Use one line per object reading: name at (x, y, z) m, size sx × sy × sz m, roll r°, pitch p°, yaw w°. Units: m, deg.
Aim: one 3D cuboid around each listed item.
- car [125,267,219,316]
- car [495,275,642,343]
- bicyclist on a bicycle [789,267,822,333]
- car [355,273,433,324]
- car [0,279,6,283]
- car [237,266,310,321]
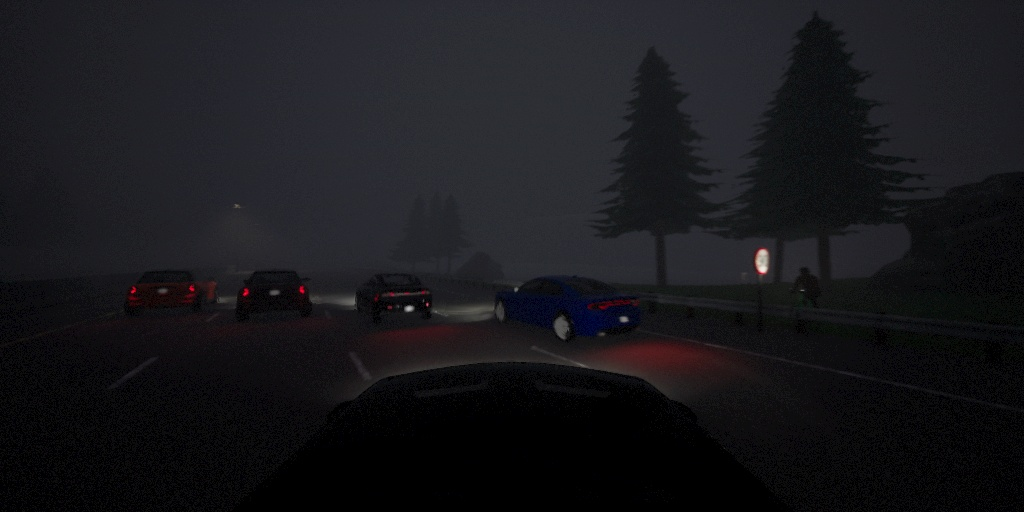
car at (-13.800, 1.305, 14.859) m, size 2.097 × 1.767 × 4.553 m, roll 0°, pitch -1°, yaw -31°
car at (1.259, 1.280, 10.149) m, size 1.882 × 1.535 × 5.008 m, roll 0°, pitch 0°, yaw -30°
bicyclist on a bicycle at (7.562, 1.122, 9.213) m, size 1.656 × 1.620 × 0.582 m, roll 13°, pitch -9°, yaw -30°
car at (-4.269, 1.356, 12.632) m, size 2.128 × 1.511 × 4.902 m, roll 0°, pitch 0°, yaw -31°
car at (-28.443, 1.695, 18.499) m, size 1.895 × 1.301 × 4.718 m, roll 0°, pitch 0°, yaw -31°
car at (-8.980, 1.260, 13.721) m, size 2.097 × 1.767 × 4.553 m, roll 0°, pitch -1°, yaw -31°
